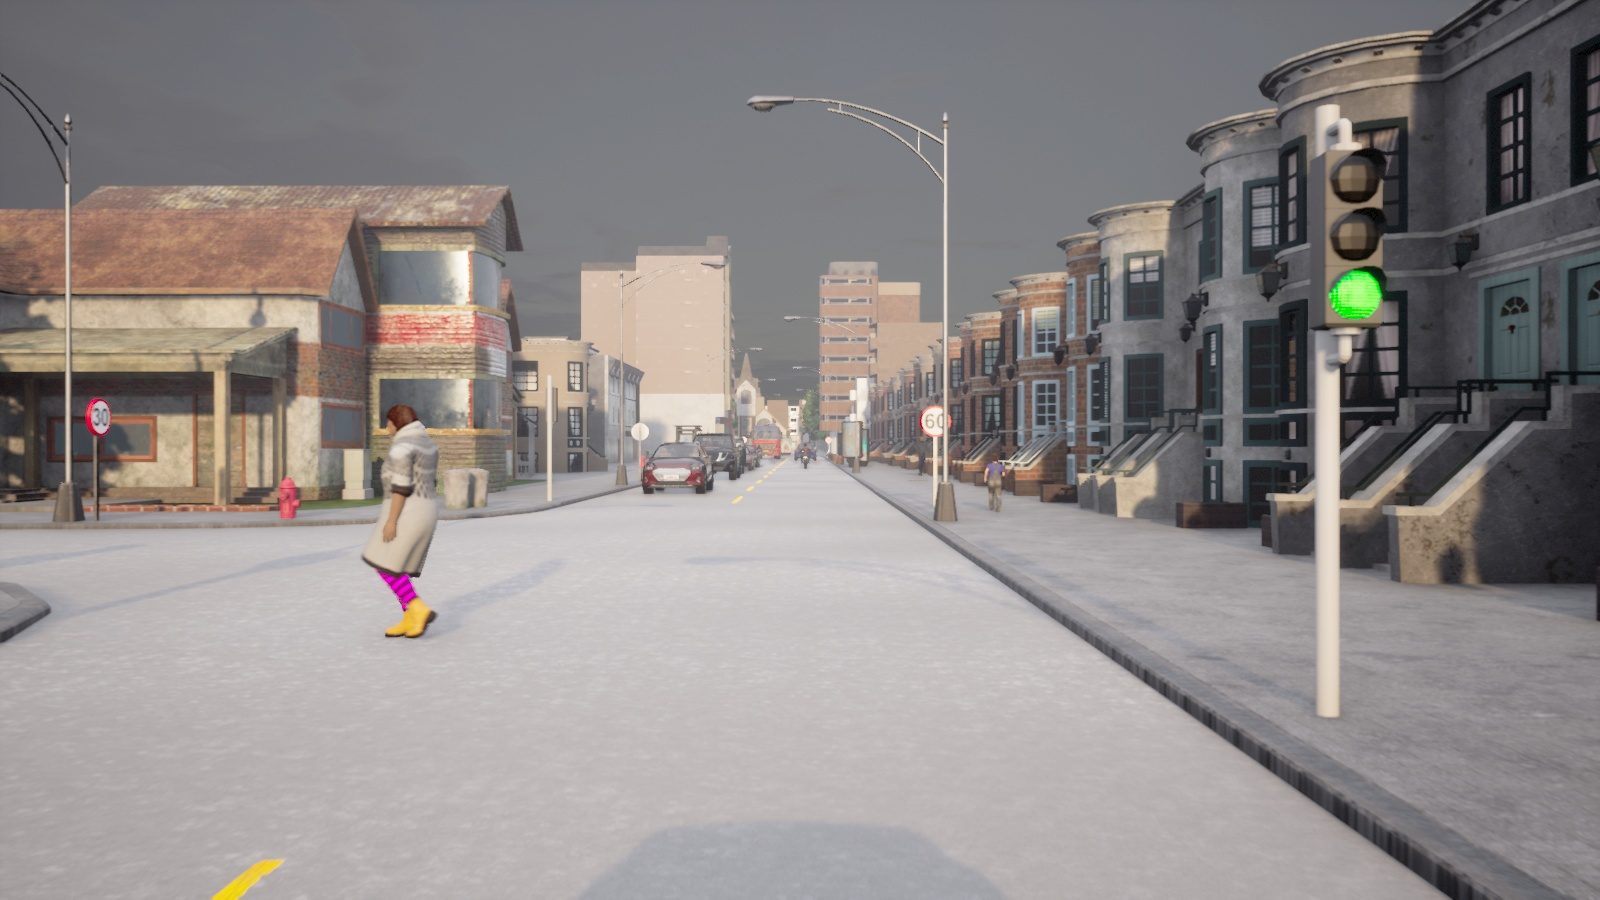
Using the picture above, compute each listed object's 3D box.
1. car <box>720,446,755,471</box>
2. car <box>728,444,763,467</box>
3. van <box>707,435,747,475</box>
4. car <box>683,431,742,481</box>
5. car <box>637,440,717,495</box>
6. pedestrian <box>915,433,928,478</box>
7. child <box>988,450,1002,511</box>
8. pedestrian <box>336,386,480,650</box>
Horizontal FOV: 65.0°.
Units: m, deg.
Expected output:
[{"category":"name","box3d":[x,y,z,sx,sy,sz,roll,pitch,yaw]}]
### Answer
[{"category":"car","box3d":[-3.668,0.471,73.958,1.812,1.442,4.674,0,0,0]},{"category":"car","box3d":[-3.617,0.362,83.862,2.128,1.511,4.902,0,0,0]},{"category":"van","box3d":[-3.708,0.238,64.164,1.775,1.987,4.442,0,0,0]},{"category":"car","box3d":[-3.753,0.241,54.869,2.150,2.045,5.566,0,0,0]},{"category":"car","box3d":[-3.818,0.513,39.804,2.033,1.649,4.856,0,0,0]},{"category":"pedestrian","box3d":[5.386,0.237,55.535,0.423,1.949,0.788,0,0,-6]},{"category":"child","box3d":[4.065,0.634,26.175,0.270,1.263,0.437,0,0,7]},{"category":"pedestrian","box3d":[-2.998,0.502,9.658,0.873,1.952,0.659,0,0,6]}]
